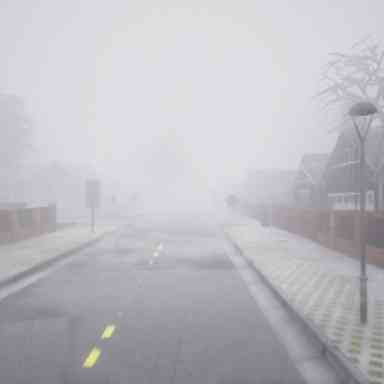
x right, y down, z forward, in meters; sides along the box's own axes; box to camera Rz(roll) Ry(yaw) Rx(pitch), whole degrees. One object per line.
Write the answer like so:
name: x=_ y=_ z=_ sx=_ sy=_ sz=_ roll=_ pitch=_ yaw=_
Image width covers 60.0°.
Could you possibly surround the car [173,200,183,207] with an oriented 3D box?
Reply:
car: x=-2.856 y=2.352 z=67.949 sx=2.033 sy=1.411 sz=5.357 roll=0 pitch=-1 yaw=-1
